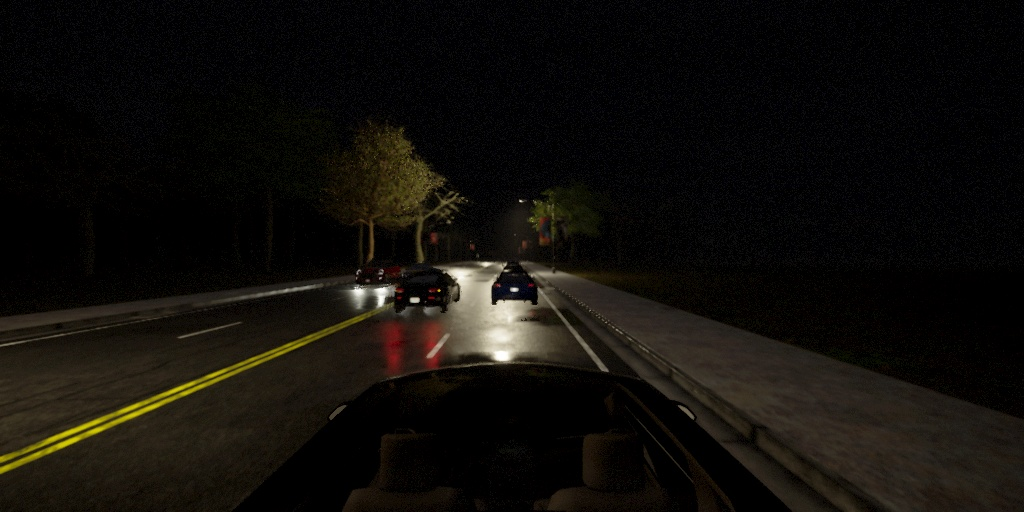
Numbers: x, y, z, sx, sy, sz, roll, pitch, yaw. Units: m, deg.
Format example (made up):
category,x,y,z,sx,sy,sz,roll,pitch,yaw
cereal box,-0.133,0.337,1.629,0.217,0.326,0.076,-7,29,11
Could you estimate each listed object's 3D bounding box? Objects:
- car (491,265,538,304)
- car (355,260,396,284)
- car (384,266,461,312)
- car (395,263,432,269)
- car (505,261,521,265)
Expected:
category,x,y,z,sx,sy,sz,roll,pitch,yaw
car,0.100,1.307,16.279,1.994,1.385,4.181,0,0,0
car,-9.811,1.091,26.665,2.097,1.767,4.553,0,0,0
car,-3.165,1.270,13.973,1.812,1.442,4.674,0,0,0
car,-6.567,1.265,25.859,1.812,1.442,4.674,0,0,0
car,0.098,1.243,34.162,1.837,1.490,4.892,0,0,0
